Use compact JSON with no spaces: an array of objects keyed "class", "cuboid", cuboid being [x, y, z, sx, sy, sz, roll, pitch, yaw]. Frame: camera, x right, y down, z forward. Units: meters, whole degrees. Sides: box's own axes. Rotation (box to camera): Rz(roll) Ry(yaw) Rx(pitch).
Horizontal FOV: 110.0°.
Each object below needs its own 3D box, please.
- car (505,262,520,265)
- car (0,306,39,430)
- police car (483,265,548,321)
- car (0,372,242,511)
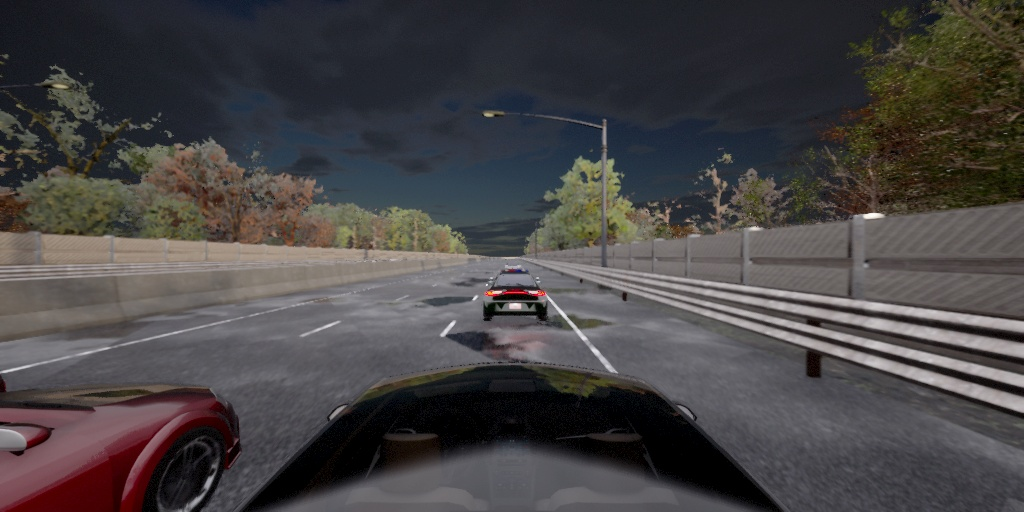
[{"class":"car","cuboid":[0.098,1.364,44.305,1.895,1.301,4.718,0,0,0]},{"class":"car","cuboid":[-6.901,1.314,2.381,1.994,1.385,4.181,0,0,0]},{"class":"police car","cuboid":[0.098,1.257,12.648,2.038,1.542,4.974,0,0,0]},{"class":"car","cuboid":[-3.400,1.314,1.454,1.994,1.385,4.181,0,0,0]}]
